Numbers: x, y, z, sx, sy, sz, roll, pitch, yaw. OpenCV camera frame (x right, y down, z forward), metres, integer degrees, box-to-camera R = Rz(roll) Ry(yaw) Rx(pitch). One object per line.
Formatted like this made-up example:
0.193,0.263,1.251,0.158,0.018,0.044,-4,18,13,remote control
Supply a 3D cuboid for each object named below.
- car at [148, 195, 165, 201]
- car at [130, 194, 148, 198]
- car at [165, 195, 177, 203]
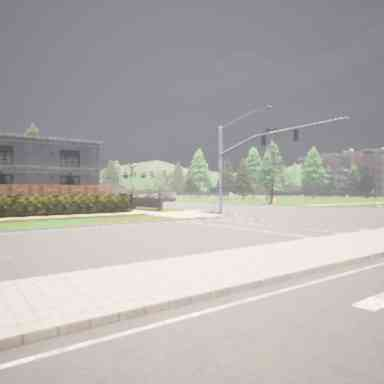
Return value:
-7.852,1.341,64.992,1.837,1.490,4.892,0,0,-36,car
-10.771,1.457,63.049,1.895,1.301,4.718,0,0,-35,car
-4.918,1.321,66.934,1.837,1.490,4.892,0,1,-36,car
